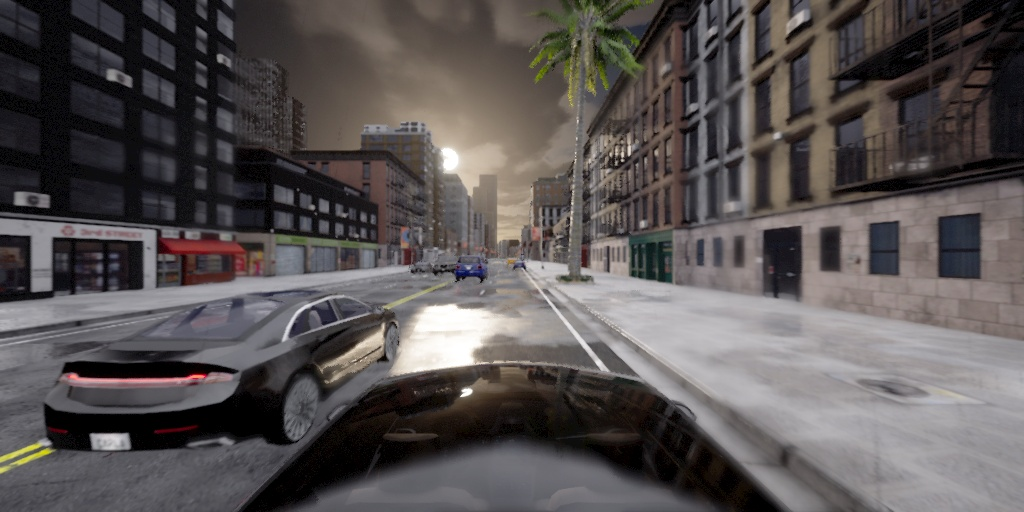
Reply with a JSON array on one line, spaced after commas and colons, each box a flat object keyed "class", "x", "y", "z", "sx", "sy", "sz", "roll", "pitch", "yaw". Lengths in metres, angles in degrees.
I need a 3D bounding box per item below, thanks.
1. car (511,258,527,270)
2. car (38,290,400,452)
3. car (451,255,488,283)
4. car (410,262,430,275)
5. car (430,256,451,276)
[{"class": "car", "x": 1.149, "y": 1.283, "z": 53.437, "sx": 1.812, "sy": 1.442, "sz": 4.674, "roll": 0, "pitch": 0, "yaw": 0}, {"class": "car", "x": -3.149, "y": 1.242, "z": 5.238, "sx": 2.128, "sy": 1.511, "sz": 4.902, "roll": 0, "pitch": 0, "yaw": 0}, {"class": "car", "x": -3.143, "y": 0.975, "z": 28.562, "sx": 2.150, "sy": 2.045, "sz": 5.566, "roll": 0, "pitch": 0, "yaw": 0}, {"class": "car", "x": -9.826, "y": 1.320, "z": 39.744, "sx": 1.994, "sy": 1.385, "sz": 4.181, "roll": 0, "pitch": 0, "yaw": 0}, {"class": "car", "x": -6.586, "y": 0.977, "z": 37.154, "sx": 2.150, "sy": 2.045, "sz": 5.566, "roll": 0, "pitch": 0, "yaw": 0}]
